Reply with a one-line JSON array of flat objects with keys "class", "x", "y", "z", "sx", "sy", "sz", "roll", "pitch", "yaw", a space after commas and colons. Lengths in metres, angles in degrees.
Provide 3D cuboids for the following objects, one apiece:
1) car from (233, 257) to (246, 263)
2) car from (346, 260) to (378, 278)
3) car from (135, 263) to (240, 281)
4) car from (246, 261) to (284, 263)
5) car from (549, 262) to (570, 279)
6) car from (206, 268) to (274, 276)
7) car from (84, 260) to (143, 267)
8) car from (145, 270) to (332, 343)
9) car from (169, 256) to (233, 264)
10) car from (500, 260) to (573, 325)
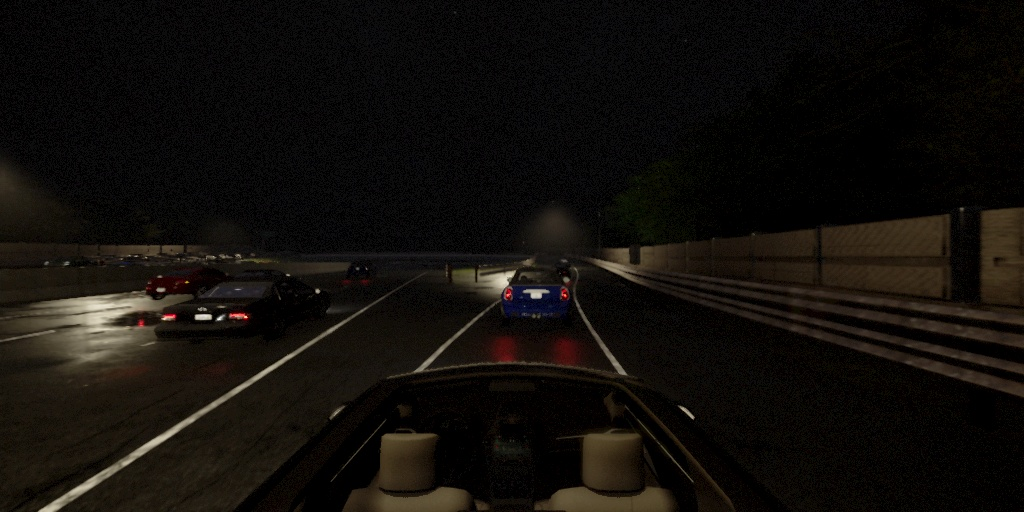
[{"class": "car", "x": -33.574, "y": 1.117, "z": 41.115, "sx": 2.150, "sy": 2.045, "sz": 5.566, "roll": 0, "pitch": -1, "yaw": -10}, {"class": "car", "x": -14.604, "y": 1.222, "z": 35.177, "sx": 2.097, "sy": 1.767, "sz": 4.553, "roll": 0, "pitch": -1, "yaw": -10}, {"class": "car", "x": -14.929, "y": 1.236, "z": 17.127, "sx": 1.812, "sy": 1.442, "sz": 4.674, "roll": 0, "pitch": 0, "yaw": -10}, {"class": "car", "x": -35.443, "y": 1.543, "z": 51.612, "sx": 1.882, "sy": 1.535, "sz": 5.008, "roll": 0, "pitch": 0, "yaw": -10}, {"class": "car", "x": 4.764, "y": 1.407, "z": 35.449, "sx": 1.812, "sy": 1.442, "sz": 4.674, "roll": 0, "pitch": 0, "yaw": 11}, {"class": "car", "x": -11.223, "y": 1.287, "z": 16.206, "sx": 1.994, "sy": 1.385, "sz": 4.181, "roll": 0, "pitch": 0, "yaw": -10}, {"class": "car", "x": -35.725, "y": 1.300, "z": 33.007, "sx": 1.812, "sy": 1.442, "sz": 4.674, "roll": 0, "pitch": -1, "yaw": -10}, {"class": "car", "x": -6.594, "y": 1.269, "z": 9.608, "sx": 2.033, "sy": 1.411, "sz": 5.357, "roll": 0, "pitch": 0, "yaw": -10}, {"class": "car", "x": -28.669, "y": 1.152, "z": 33.258, "sx": 2.097, "sy": 1.767, "sz": 4.553, "roll": 0, "pitch": -1, "yaw": -10}, {"class": "car", "x": 0.878, "y": 1.134, "z": 12.128, "sx": 2.097, "sy": 1.767, "sz": 4.553, "roll": 0, "pitch": 0, "yaw": 5}]
